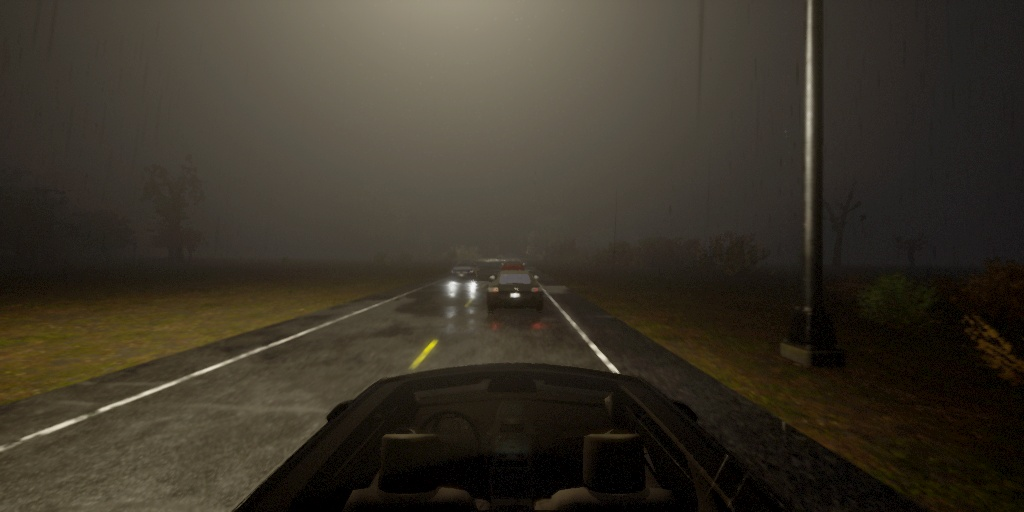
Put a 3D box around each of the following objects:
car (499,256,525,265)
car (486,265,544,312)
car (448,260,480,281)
[{"bbox_3d":[0.101,1.010,30.409,1.882,1.535,5.008,0,0,0],"label":"car"},{"bbox_3d":[0.100,1.224,13.670,1.994,1.385,4.181,0,0,0],"label":"car"},{"bbox_3d":[-3.586,1.078,27.829,1.812,1.442,4.674,0,0,0],"label":"car"}]
